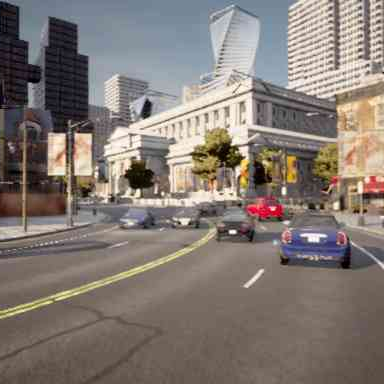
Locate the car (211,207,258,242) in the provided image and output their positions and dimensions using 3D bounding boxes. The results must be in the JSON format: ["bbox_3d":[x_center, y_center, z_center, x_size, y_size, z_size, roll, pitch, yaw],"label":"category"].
[{"bbox_3d":[2.388,1.730,17.744,1.812,1.442,4.674,0,-1,12],"label":"car"}]

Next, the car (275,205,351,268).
[{"bbox_3d":[4.423,1.480,12.101,2.097,1.767,4.553,-1,-1,20],"label":"car"}]

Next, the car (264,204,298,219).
[{"bbox_3d":[9.217,1.977,34.918,1.895,1.301,4.718,0,-1,-6],"label":"car"}]

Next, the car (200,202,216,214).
[{"bbox_3d":[1.411,1.953,38.901,2.128,1.511,4.902,0,-1,-14],"label":"car"}]

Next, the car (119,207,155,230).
[{"bbox_3d":[-3.826,1.830,23.965,1.812,1.442,4.674,0,-1,4],"label":"car"}]

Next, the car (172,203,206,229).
[{"bbox_3d":[-0.321,1.783,24.018,2.128,1.511,4.902,0,-1,3],"label":"car"}]

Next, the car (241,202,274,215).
[{"bbox_3d":[7.885,1.974,40.492,2.002,1.452,4.674,0,-1,-16],"label":"car"}]

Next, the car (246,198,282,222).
[{"bbox_3d":[6.509,1.560,30.300,2.150,2.045,5.566,0,-1,-5],"label":"car"}]
